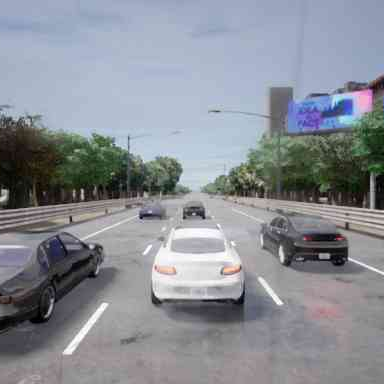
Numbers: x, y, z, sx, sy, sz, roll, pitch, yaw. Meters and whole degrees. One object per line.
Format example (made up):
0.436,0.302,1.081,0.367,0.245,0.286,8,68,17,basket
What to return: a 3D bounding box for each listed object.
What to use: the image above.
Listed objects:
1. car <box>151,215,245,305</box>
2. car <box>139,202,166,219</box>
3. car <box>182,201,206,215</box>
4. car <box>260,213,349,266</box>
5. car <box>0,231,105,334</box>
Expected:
0.119,1.525,7.976,1.812,1.442,4.674,0,0,0,car
-3.331,1.561,28.630,1.994,1.385,4.181,0,0,0,car
0.171,1.502,28.580,1.837,1.490,4.892,0,0,0,car
3.628,1.504,11.519,1.837,1.490,4.892,0,0,0,car
-3.383,1.547,7.083,2.033,1.411,5.357,0,0,0,car
